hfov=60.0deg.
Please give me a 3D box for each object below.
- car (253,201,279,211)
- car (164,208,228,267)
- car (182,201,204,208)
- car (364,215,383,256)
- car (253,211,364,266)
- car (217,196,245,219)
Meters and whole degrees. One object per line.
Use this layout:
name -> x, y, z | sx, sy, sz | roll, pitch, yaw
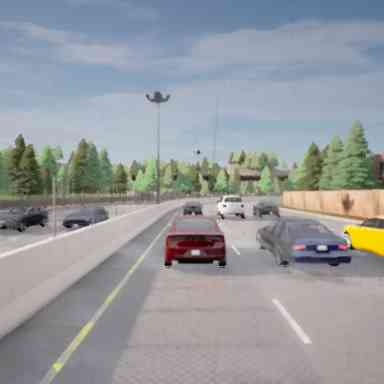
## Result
car -> 7.103, 1.663, 32.155 | 1.837, 1.490, 4.892 | 0, 0, 0
car -> 0.102, 1.535, 11.698 | 1.882, 1.535, 5.008 | 0, 0, 0
car -> 0.103, 1.662, 32.257 | 1.837, 1.490, 4.892 | 0, 0, 0
car -> 7.102, 1.536, 11.694 | 1.882, 1.535, 5.008 | 0, 0, 0
car -> 3.601, 1.605, 11.717 | 2.033, 1.411, 5.357 | 0, 0, 0
car -> 3.603, 1.375, 31.380 | 2.150, 2.045, 5.566 | 0, 0, 0
